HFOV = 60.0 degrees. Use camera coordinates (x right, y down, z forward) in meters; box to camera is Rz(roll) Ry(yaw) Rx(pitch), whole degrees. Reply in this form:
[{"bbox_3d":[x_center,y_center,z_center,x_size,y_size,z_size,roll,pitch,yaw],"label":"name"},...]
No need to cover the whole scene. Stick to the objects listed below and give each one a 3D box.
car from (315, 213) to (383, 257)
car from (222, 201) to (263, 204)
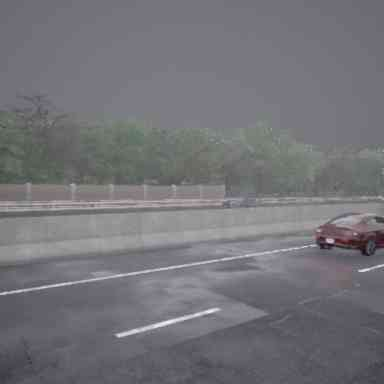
[{"bbox_3d":[6.694,1.528,12.948,4.674,1.442,1.812,0,0,-36],"label":"car"},{"bbox_3d":[5.898,1.185,38.181,5.357,1.411,2.033,0,0,-36],"label":"car"}]
